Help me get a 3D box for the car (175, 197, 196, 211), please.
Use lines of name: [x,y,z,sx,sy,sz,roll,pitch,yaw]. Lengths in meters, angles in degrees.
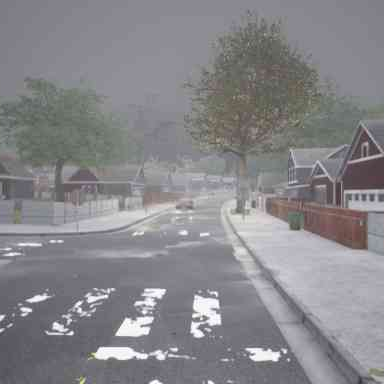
car: [-0.733,1.375,38.863,1.812,1.442,4.674,0,1,6]
